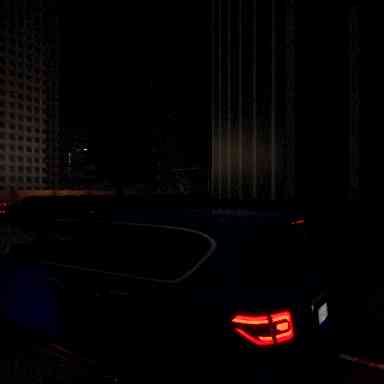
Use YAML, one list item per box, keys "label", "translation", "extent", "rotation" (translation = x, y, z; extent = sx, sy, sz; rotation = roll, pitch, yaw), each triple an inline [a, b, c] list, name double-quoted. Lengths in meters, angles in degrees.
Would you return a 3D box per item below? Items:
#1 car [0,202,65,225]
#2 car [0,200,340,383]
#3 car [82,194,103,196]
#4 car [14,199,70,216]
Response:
- label: "car"
  translation: [-12.623, 1.561, 25.826]
  extent: [1.837, 1.490, 4.892]
  rotation: [0, 0, 35]
- label: "car"
  translation: [-0.958, 1.221, 4.671]
  extent: [5.566, 2.045, 2.150]
  rotation: [0, 0, 35]
- label: "car"
  translation: [-9.745, 1.276, 35.945]
  extent: [2.150, 2.045, 5.566]
  rotation: [0, 0, 35]
- label: "car"
  translation: [-15.403, 1.533, 34.354]
  extent: [1.882, 1.535, 5.008]
  rotation: [0, 0, 35]
